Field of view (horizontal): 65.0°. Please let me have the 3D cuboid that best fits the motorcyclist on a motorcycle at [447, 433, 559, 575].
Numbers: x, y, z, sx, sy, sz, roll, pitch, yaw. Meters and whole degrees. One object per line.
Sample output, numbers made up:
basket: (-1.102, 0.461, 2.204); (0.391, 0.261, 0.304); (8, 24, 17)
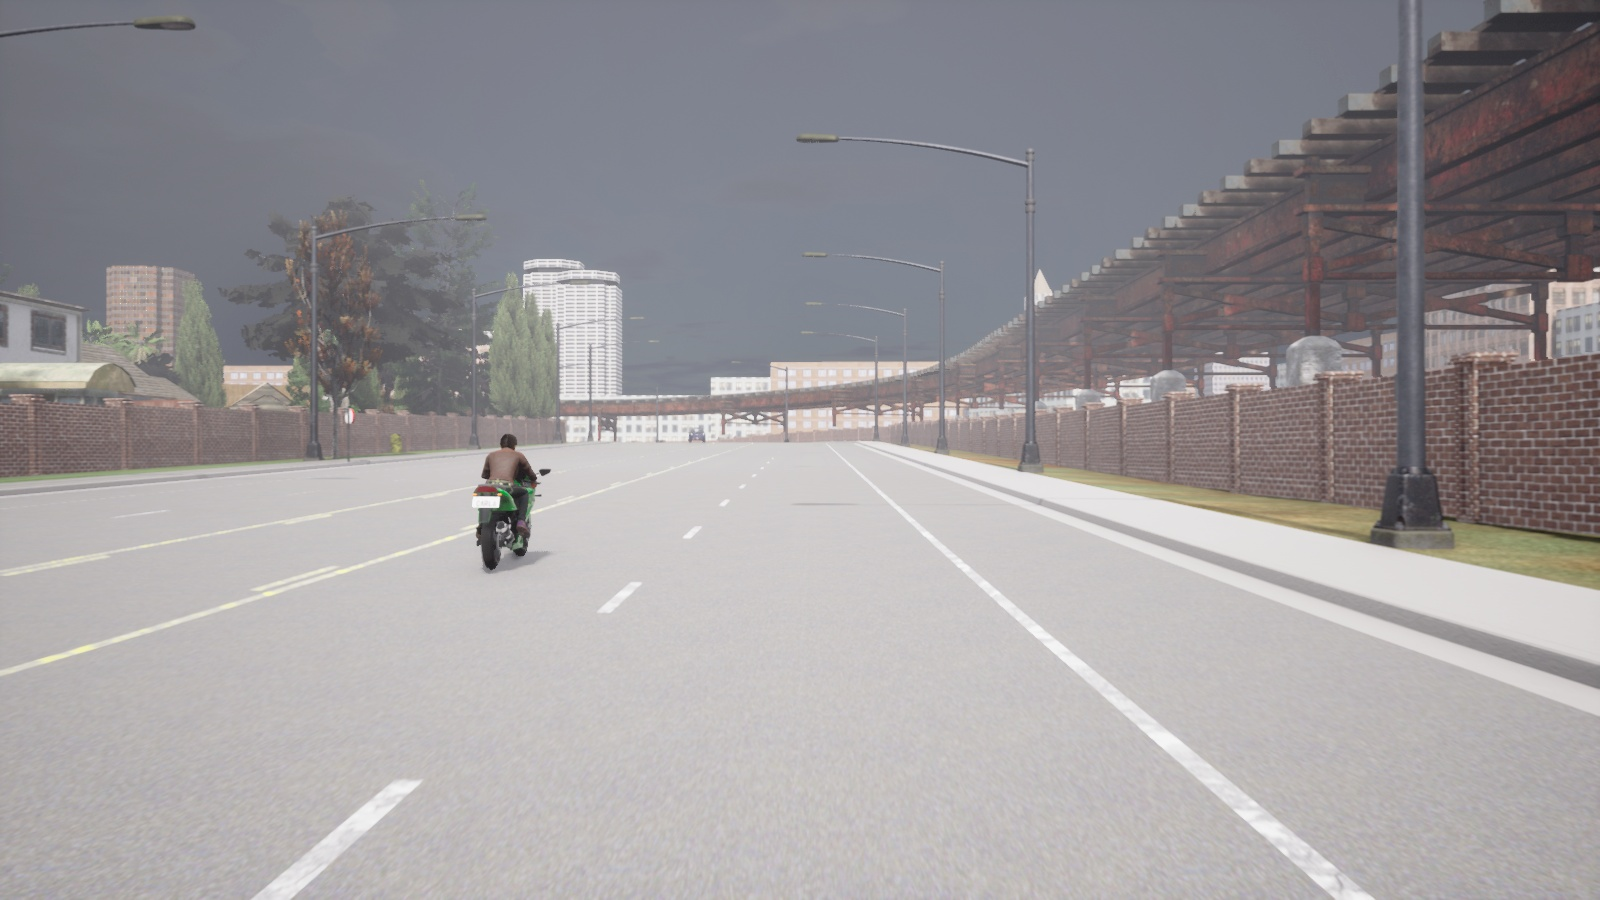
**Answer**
motorcyclist on a motorcycle: (-3.399, 0.565, 14.569); (0.797, 1.523, 2.044); (0, 1, 0)
